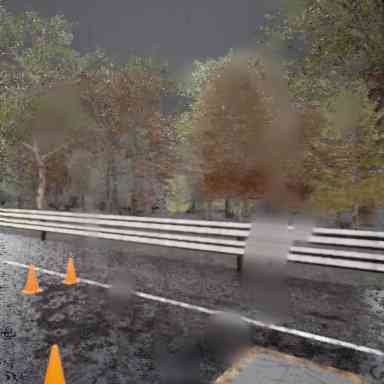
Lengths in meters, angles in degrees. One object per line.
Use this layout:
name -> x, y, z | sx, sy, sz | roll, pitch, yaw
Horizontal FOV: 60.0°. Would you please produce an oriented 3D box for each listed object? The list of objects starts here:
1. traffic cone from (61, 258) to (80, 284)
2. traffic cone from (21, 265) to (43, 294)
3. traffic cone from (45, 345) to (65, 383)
traffic cone -> -3.046, 1.957, 8.351 | 0.340, 0.580, 0.340 | 0, 0, 35
traffic cone -> -3.619, 1.954, 7.531 | 0.340, 0.580, 0.340 | 0, 0, 35
traffic cone -> -1.488, 1.954, 3.599 | 0.340, 0.580, 0.340 | 0, 0, 35
